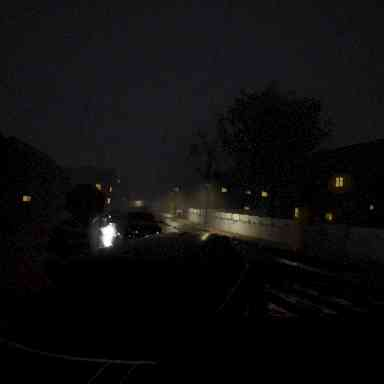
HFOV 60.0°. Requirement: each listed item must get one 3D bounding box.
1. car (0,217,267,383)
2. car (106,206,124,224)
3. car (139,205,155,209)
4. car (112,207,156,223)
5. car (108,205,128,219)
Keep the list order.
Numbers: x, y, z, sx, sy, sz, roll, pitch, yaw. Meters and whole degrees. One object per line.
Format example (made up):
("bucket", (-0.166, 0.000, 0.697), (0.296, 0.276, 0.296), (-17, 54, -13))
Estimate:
("car", (-0.534, 1.367, 3.358), (2.097, 1.767, 4.553), (-1, 0, 19))
("car", (-6.042, 2.036, 27.302), (1.895, 1.301, 4.718), (5, -2, -14))
("car", (-6.961, 2.747, 48.985), (1.994, 1.385, 4.181), (4, -2, -5))
("car", (-2.745, 1.762, 16.986), (1.837, 1.490, 4.892), (5, -3, -19))
("car", (-8.740, 2.329, 39.601), (1.895, 1.301, 4.718), (4, -2, -9))
